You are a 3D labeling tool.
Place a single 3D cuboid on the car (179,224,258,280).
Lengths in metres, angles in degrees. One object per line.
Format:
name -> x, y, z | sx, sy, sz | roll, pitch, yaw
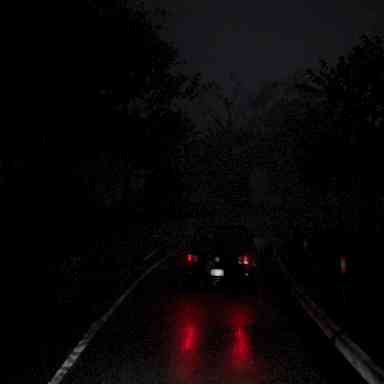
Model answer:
car -> 0.965, 1.626, 10.063 | 1.895, 1.301, 4.718 | 0, 0, 9
